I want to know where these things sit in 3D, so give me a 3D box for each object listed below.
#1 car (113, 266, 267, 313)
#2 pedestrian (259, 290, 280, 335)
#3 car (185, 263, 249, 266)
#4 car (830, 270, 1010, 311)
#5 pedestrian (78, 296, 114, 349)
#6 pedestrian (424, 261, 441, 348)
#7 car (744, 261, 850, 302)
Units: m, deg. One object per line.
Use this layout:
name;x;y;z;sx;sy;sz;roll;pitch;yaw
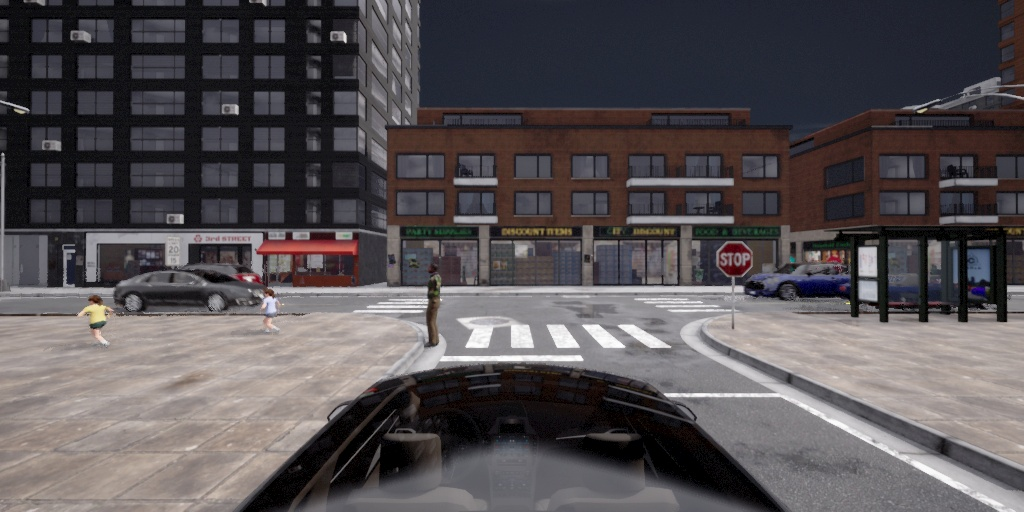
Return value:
car;-11.757;1.260;13.346;4.892;1.490;1.837;0;0;0
pedestrian;-5.617;1.251;8.357;0.500;1.100;0.500;0;0;0
car;-14.064;1.132;16.292;4.553;1.767;2.097;0;0;0
car;15.232;1.307;13.440;4.718;1.301;1.895;0;0;0
pedestrian;-8.255;1.281;7.163;0.500;1.100;0.500;0;0;0
pedestrian;-1.737;1.044;7.837;0.375;1.860;0.375;0;0;0
car;13.248;1.082;16.387;4.553;1.767;2.097;0;0;0
